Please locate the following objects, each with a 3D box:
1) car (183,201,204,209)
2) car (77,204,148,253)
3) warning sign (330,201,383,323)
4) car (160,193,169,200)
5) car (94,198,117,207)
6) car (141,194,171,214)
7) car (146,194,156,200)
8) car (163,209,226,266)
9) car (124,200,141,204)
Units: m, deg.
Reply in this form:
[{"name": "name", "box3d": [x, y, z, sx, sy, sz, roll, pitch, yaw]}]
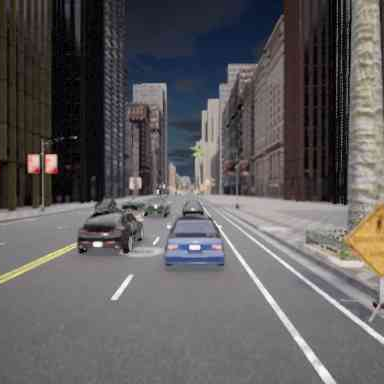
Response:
[{"name": "car", "box3d": [0.100, 1.514, 32.023, 1.994, 1.385, 4.181, 0, 0, 0]}, {"name": "car", "box3d": [-3.160, 1.485, 13.587, 1.837, 1.490, 4.892, 0, 1, 0]}, {"name": "warning sign", "box3d": [3.229, 1.106, 5.687, 1.300, 1.860, 1.060, 0, 0, 0]}, {"name": "car", "box3d": [-6.483, 1.083, 78.489, 1.882, 1.535, 5.008, 0, 0, 0]}, {"name": "car", "box3d": [-9.835, 1.448, 38.153, 1.837, 1.490, 4.892, 0, 0, 0]}, {"name": "car", "box3d": [-3.151, 1.303, 31.198, 2.097, 1.767, 4.553, 0, 0, 0]}, {"name": "car", "box3d": [-9.733, 1.122, 79.051, 1.895, 1.301, 4.718, 0, 0, 0]}, {"name": "car", "box3d": [0.087, 1.529, 11.442, 2.033, 1.411, 5.357, 0, 0, 0]}, {"name": "car", "box3d": [-6.590, 1.545, 37.109, 1.895, 1.301, 4.718, 0, 0, 0]}]
